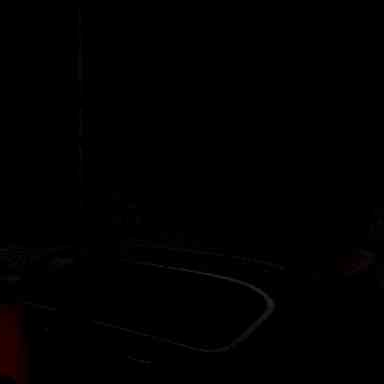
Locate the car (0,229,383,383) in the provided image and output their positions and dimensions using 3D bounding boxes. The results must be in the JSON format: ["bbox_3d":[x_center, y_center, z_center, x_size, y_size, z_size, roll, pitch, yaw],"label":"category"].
[{"bbox_3d":[-0.560,1.337,3.482,5.009,1.841,2.192,-1,0,36],"label":"car"}]
